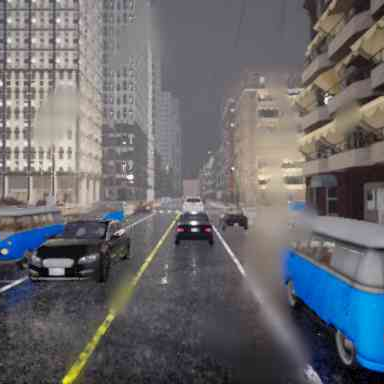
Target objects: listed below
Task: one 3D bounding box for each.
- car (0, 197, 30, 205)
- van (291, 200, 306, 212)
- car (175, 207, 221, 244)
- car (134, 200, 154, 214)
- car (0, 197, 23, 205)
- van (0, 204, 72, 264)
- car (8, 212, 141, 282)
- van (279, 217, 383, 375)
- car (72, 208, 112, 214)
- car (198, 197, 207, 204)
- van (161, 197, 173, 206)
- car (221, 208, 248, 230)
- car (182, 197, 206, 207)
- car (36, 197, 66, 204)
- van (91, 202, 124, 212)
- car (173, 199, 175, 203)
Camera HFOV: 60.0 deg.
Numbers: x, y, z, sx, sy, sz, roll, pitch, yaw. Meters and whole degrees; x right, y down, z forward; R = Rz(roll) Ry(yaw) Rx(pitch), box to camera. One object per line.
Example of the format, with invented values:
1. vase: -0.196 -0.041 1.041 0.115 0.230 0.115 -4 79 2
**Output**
1. car: -26.701 1.572 50.146 4.206 1.307 1.802 1 -2 0
2. van: 16.937 2.171 50.100 3.998 1.788 1.690 1 -2 0
3. car: 0.102 1.702 16.800 2.033 1.411 5.357 0 -1 0
4. car: -5.685 1.806 39.373 1.967 1.590 4.097 0 -1 0
5. car: -32.354 1.530 58.514 4.206 1.307 1.802 1 -2 0
6. van: -5.689 1.443 11.132 1.690 1.788 3.998 0 -1 0
7. car: -3.099 1.584 10.076 2.128 1.511 4.902 0 -1 0
8. van: 2.691 1.392 5.483 1.690 1.788 3.998 0 -1 0
9. car: -5.688 1.705 16.779 2.008 1.369 4.403 0 -1 0
10. car: 2.702 2.161 88.499 2.192 1.841 5.009 0 -1 0
11. van: -5.680 2.021 71.847 1.690 1.788 3.998 0 -1 0
12. car: 2.694 1.757 22.425 2.008 1.369 4.403 0 -1 0
13. car: 0.112 1.566 37.356 2.150 2.045 5.566 0 -1 0
14. car: -21.124 1.538 50.161 4.097 1.590 1.967 1 -2 0
15. van: -5.687 1.548 22.429 1.690 1.788 3.998 0 -1 0
16. car: -5.677 2.426 93.878 1.752 1.417 4.829 0 -1 0
